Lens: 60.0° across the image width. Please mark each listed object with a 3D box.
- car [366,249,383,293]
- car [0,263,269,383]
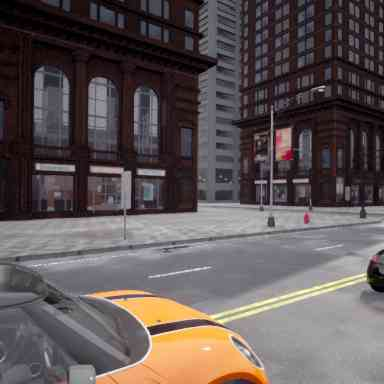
[{"bbox_3d":[5.903,1.576,7.670,4.181,1.385,1.994,0,0,-35],"label":"car"},{"bbox_3d":[-1.525,1.352,2.351,4.553,1.767,2.097,0,0,-36],"label":"car"}]
